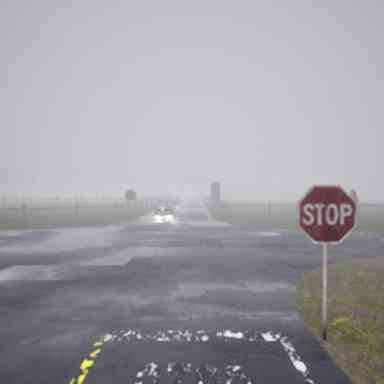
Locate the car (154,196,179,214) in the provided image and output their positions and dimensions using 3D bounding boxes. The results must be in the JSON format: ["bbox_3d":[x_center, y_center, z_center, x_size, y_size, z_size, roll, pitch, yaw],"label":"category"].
[{"bbox_3d":[-2.744,1.391,33.595,2.128,1.511,4.902,0,0,0],"label":"car"}]

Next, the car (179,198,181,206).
[{"bbox_3d":[-2.670,1.365,51.305,2.033,1.411,5.357,0,0,0],"label":"car"}]
